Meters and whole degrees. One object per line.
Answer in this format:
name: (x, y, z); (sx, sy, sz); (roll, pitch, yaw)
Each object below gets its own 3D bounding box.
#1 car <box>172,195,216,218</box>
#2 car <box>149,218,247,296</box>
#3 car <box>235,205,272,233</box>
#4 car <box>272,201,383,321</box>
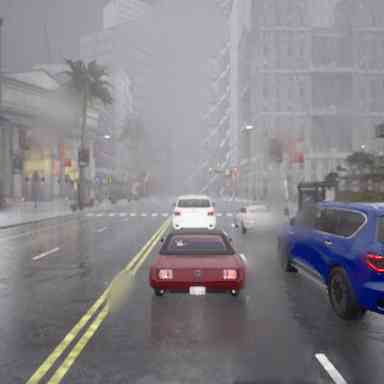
car: (0.103, 1.176, 18.297); (2.150, 2.045, 5.566); (0, 0, 0)
car: (0.107, 1.579, 8.531); (1.895, 1.301, 4.718); (0, 0, 0)
car: (3.586, 1.478, 19.097); (1.812, 1.442, 4.674); (0, 0, 0)
car: (3.610, 1.205, 7.359); (2.150, 2.045, 5.566); (0, 0, -1)
